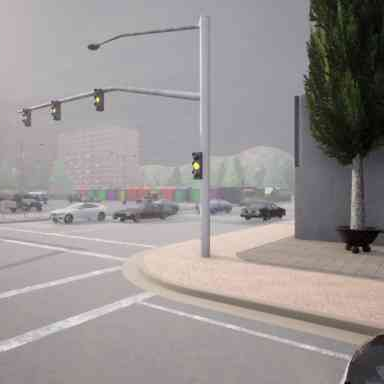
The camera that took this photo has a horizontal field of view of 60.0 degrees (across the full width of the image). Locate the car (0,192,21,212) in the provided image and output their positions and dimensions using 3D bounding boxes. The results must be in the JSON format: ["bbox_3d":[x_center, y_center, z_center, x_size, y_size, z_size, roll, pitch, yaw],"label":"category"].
[{"bbox_3d":[-19.919,1.153,34.138,4.605,1.855,1.932,0,0,35],"label":"car"}]

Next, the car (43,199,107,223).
[{"bbox_3d":[-8.546,1.526,25.547,1.812,1.442,4.674,0,0,38],"label":"car"}]

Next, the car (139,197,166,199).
[{"bbox_3d":[-3.160,1.526,32.890,1.812,1.442,4.674,0,0,37],"label":"car"}]

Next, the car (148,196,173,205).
[{"bbox_3d":[-5.239,1.395,54.882,3.806,1.475,1.970,0,0,35],"label":"car"}]

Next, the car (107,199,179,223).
[{"bbox_3d":[-3.707,1.547,26.283,2.033,1.411,5.357,0,0,36],"label":"car"}]

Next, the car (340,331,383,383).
[{"bbox_3d":[3.358,1.492,1.570,4.902,1.511,2.128,0,0,36],"label":"car"}]

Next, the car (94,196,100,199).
[{"bbox_3d":[-19.519,1.364,64.940,3.905,1.438,1.784,0,0,35],"label":"car"}]

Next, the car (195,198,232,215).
[{"bbox_3d":[2.436,1.526,34.547,1.812,1.442,4.674,0,0,37],"label":"car"}]

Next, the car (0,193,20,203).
[{"bbox_3d":[-36.747,1.153,66.763,4.605,1.855,1.932,0,0,35],"label":"car"}]

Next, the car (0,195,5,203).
[{"bbox_3d":[-38.254,1.364,64.542,3.905,1.438,1.784,0,0,35],"label":"car"}]

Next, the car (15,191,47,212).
[{"bbox_3d":[-18.205,1.156,36.471,3.866,1.878,1.905,0,0,35],"label":"car"}]

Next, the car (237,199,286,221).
[{"bbox_3d":[5.879,1.547,27.128,2.033,1.411,5.357,0,0,37],"label":"car"}]

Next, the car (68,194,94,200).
[{"bbox_3d":[-21.242,1.153,62.611,4.605,1.855,1.932,0,0,35],"label":"car"}]

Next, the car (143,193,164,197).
[{"bbox_3d":[-6.918,1.156,52.523,3.866,1.878,1.905,0,0,35],"label":"car"}]

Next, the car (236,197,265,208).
[{"bbox_3d":[8.652,1.547,48.696,2.033,1.411,5.357,0,0,37],"label":"car"}]

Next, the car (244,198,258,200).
[{"bbox_3d":[8.730,1.547,42.988,2.033,1.411,5.357,0,0,37],"label":"car"}]

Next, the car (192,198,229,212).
[{"bbox_3d":[2.316,1.491,40.252,2.128,1.511,4.902,0,0,37],"label":"car"}]
